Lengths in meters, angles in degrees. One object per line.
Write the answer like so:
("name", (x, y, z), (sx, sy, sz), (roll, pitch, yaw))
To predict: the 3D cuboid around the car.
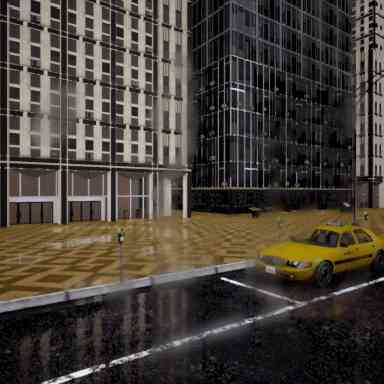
("car", (3.830, 1.526, 9.271), (4.829, 1.417, 1.752), (0, 0, -35))
